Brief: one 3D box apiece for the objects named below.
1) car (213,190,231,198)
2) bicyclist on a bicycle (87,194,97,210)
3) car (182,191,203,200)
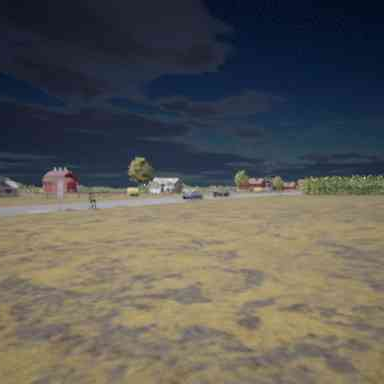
[{"bbox_3d":[5.900,0.317,65.389,1.837,1.490,4.892,1,2,35],"label":"car"},{"bbox_3d":[-10.635,1.057,35.183,1.656,1.620,0.582,-1,1,35],"label":"bicyclist on a bicycle"},{"bbox_3d":[0.163,0.568,57.228,1.994,1.385,4.181,1,2,36],"label":"car"}]
